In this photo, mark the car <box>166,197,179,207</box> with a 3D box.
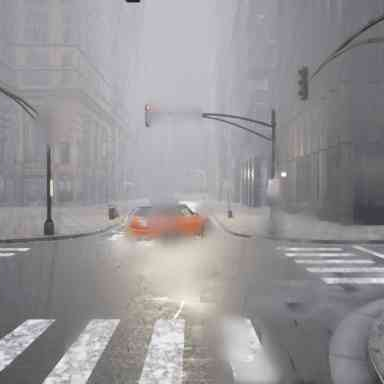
[{"bbox_3d":[-3.071,1.529,53.213,1.812,1.442,4.674,0,0,0],"label":"car"}]

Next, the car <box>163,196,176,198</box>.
[{"bbox_3d":[-3.111,1.352,43.171,2.097,1.767,4.553,0,0,0],"label":"car"}]

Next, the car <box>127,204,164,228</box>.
[{"bbox_3d":[-3.108,1.599,23.227,1.895,1.301,4.718,0,0,0],"label":"car"}]

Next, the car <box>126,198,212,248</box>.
[{"bbox_3d":[-0.876,1.335,15.131,2.097,1.767,4.553,-1,0,30],"label":"car"}]
